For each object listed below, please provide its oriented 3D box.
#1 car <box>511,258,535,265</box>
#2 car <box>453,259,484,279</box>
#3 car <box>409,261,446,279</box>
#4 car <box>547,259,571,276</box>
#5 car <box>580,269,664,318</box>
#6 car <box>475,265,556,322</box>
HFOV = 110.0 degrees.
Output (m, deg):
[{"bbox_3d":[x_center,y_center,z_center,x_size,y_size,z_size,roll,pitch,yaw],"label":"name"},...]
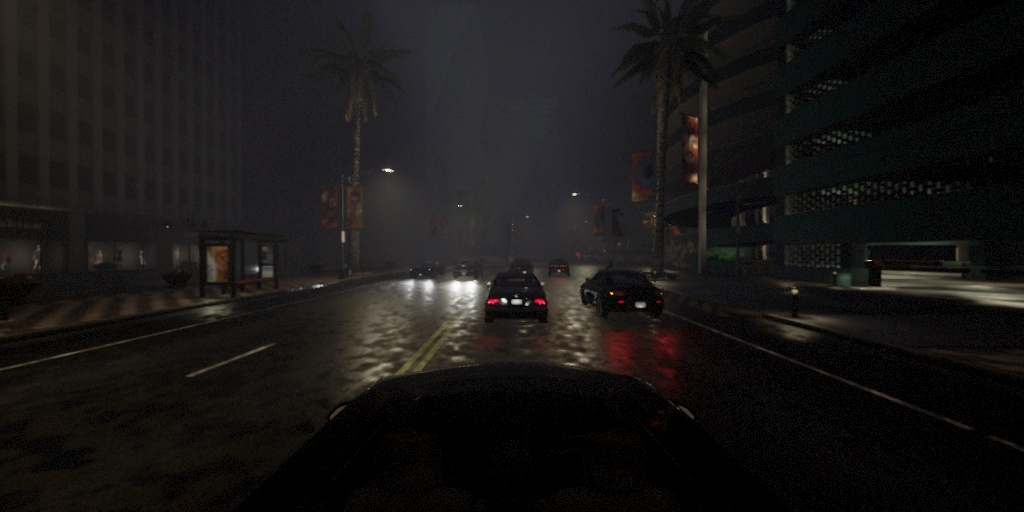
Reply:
[{"bbox_3d":[1.075,0.932,34.418,1.882,1.535,5.008,0,0,10],"label":"car"},{"bbox_3d":[-3.353,0.996,28.224,2.128,1.511,4.902,0,0,3],"label":"car"},{"bbox_3d":[-6.813,1.090,29.249,1.895,1.301,4.718,0,1,3],"label":"car"},{"bbox_3d":[4.324,0.979,32.826,1.837,1.490,4.892,0,0,8],"label":"car"},{"bbox_3d":[3.612,1.185,12.371,1.812,1.442,4.674,0,1,0],"label":"car"},{"bbox_3d":[0.124,1.206,11.763,2.033,1.411,5.357,0,1,0],"label":"car"}]
